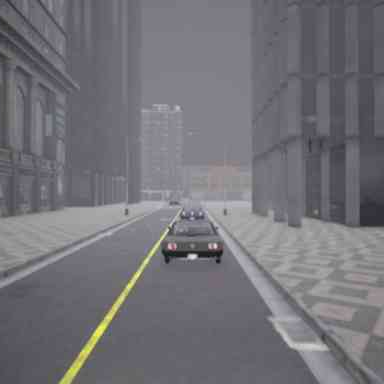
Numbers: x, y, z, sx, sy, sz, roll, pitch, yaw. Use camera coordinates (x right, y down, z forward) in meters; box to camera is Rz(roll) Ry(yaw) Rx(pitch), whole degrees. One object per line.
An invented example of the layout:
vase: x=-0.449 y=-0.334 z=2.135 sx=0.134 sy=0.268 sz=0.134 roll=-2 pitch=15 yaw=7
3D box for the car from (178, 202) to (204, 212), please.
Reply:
car: x=0.043 y=1.674 z=27.056 sx=1.895 sy=1.301 sz=4.718 roll=0 pitch=0 yaw=1

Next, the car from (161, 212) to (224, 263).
car: x=0.040 y=1.630 z=12.043 sx=1.895 sy=1.301 sz=4.718 roll=0 pitch=0 yaw=1

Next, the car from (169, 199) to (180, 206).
car: x=-3.029 y=1.805 z=58.267 sx=1.895 sy=1.301 sz=4.718 roll=0 pitch=0 yaw=1
